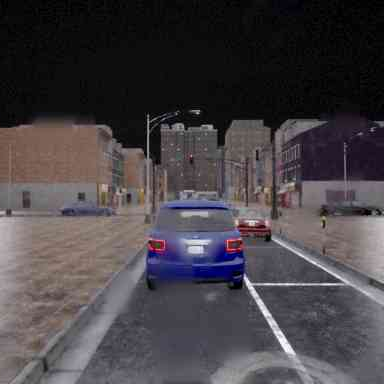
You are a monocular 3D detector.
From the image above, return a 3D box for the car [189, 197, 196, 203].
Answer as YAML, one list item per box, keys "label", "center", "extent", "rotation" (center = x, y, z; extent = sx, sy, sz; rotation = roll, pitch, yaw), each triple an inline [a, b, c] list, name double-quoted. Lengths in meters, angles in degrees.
- label: "car"
  center: [0.115, 1.969, 84.379]
  extent: [1.837, 1.490, 4.892]
  rotation: [0, -1, 0]

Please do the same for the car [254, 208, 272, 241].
- label: "car"
  center: [2.683, 1.462, 16.807]
  extent: [1.967, 1.590, 4.097]
  rotation: [2, 0, 0]

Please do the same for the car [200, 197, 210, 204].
- label: "car"
  center: [2.751, 1.857, 70.910]
  extent: [1.752, 1.417, 4.829]
  rotation: [1, -1, 0]

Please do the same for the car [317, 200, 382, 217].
- label: "car"
  center: [13.662, 1.456, 28.681]
  extent: [5.008, 1.535, 1.882]
  rotation: [0, -2, 0]

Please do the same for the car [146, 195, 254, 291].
- label: "car"
  center: [0.052, 1.230, 9.201]
  extent: [2.150, 2.045, 5.566]
  rotation: [0, 0, -1]

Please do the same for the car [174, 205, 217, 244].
- label: "car"
  center: [0.118, 1.499, 16.994]
  extent: [1.882, 1.535, 5.008]
  rotation: [0, 0, -1]

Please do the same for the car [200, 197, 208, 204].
- label: "car"
  center: [2.758, 1.910, 76.348]
  extent: [1.752, 1.417, 4.829]
  rotation: [1, -1, 0]

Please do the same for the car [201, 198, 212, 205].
- label: "car"
  center: [2.742, 1.846, 65.303]
  extent: [1.947, 1.339, 4.313]
  rotation: [1, -1, 0]

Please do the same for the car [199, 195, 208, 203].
- label: "car"
  center: [2.769, 1.755, 81.618]
  extent: [2.192, 1.841, 5.009]
  rotation: [1, -1, 0]

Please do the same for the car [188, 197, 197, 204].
- label: "car"
  center: [0.102, 1.889, 74.231]
  extent: [2.128, 1.511, 4.902]
  rotation: [0, -1, 0]

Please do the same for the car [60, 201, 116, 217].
- label: "car"
  center: [-9.023, 1.545, 29.073]
  extent: [4.674, 1.442, 1.812]
  rotation: [0, -2, -5]

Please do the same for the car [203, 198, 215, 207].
- label: "car"
  center: [2.729, 1.716, 54.597]
  extent: [1.752, 1.417, 4.829]
  rotation: [1, 0, 0]

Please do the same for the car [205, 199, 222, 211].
- label: "car"
  center: [2.714, 1.683, 43.554]
  extent: [1.947, 1.339, 4.313]
  rotation: [1, 0, 0]

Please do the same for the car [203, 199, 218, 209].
- label: "car"
  center: [2.720, 1.717, 48.991]
  extent: [1.947, 1.339, 4.313]
  rotation: [1, 0, 0]

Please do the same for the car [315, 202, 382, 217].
- label: "car"
  center: [14.756, 1.621, 31.585]
  extent: [5.357, 1.411, 2.033]
  rotation: [0, -2, 3]
